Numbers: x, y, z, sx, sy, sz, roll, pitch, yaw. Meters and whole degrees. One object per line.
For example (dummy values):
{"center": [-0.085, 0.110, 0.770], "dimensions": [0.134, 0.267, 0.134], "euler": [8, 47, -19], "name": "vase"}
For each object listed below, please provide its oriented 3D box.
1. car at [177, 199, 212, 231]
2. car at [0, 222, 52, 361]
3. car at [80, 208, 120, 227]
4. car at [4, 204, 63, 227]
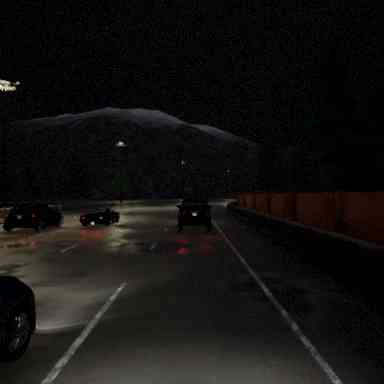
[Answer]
{"center": [0.158, 1.478, 22.852], "dimensions": [2.150, 2.045, 5.566], "euler": [0, 0, 0], "name": "car"}
{"center": [-3.398, 1.383, 3.175], "dimensions": [2.097, 1.767, 4.553], "euler": [0, -1, 0], "name": "car"}
{"center": [-6.839, 1.872, 25.235], "dimensions": [1.895, 1.301, 4.718], "euler": [0, -1, 0], "name": "car"}
{"center": [-10.352, 1.582, 22.126], "dimensions": [2.097, 1.767, 4.553], "euler": [0, -1, 0], "name": "car"}
